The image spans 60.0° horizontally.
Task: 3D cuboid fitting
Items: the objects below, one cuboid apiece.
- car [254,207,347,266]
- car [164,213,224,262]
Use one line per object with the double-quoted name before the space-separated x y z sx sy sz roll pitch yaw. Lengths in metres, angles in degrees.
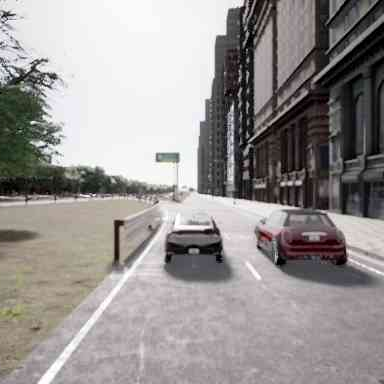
"car" 3.569 1.362 11.779 2.097 1.767 4.553 0 0 0
"car" 0.071 1.504 12.080 2.128 1.511 4.902 0 0 0
